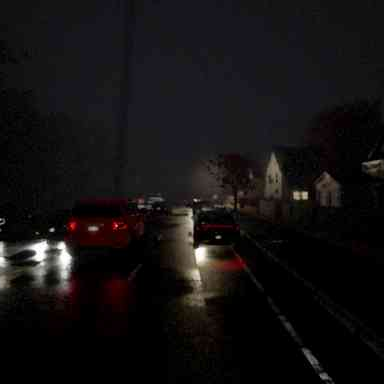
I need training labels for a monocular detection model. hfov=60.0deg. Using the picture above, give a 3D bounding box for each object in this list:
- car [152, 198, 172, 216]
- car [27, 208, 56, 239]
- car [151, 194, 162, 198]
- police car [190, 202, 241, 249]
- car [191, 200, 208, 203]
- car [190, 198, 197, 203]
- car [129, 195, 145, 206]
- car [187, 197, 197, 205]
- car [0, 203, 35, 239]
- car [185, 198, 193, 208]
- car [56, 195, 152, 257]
[{"bbox_3d":[-3.156,1.644,34.131,2.033,1.411,5.357,0,0,0],"label":"car"},{"bbox_3d":[-6.600,1.618,17.677,1.994,1.385,4.181,0,0,0],"label":"car"},{"bbox_3d":[-6.550,1.365,59.833,2.150,2.045,5.566,0,0,1],"label":"car"},{"bbox_3d":[0.973,1.471,14.896,1.930,1.638,5.238,0,0,0],"label":"police car"},{"bbox_3d":[0.972,1.600,24.786,1.812,1.442,4.674,0,0,0],"label":"car"},{"bbox_3d":[0.970,1.595,30.786,1.837,1.490,4.892,0,0,0],"label":"car"},{"bbox_3d":[-9.804,1.495,59.975,2.097,1.767,4.553,0,0,1],"label":"car"},{"bbox_3d":[-0.010,1.758,66.066,1.895,1.301,4.718,0,0,0],"label":"car"},{"bbox_3d":[-9.850,1.406,17.706,2.097,1.767,4.553,0,0,0],"label":"car"},{"bbox_3d":[0.005,1.675,50.058,2.033,1.411,5.357,0,0,0],"label":"car"},{"bbox_3d":[-3.152,1.263,13.288,2.150,2.045,5.566,0,0,0],"label":"car"}]
